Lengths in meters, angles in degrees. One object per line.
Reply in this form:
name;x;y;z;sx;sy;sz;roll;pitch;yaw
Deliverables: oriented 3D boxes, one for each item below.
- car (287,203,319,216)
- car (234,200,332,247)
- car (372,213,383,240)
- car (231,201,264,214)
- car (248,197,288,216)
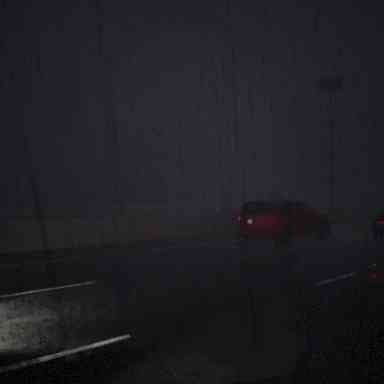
car;12.931;1.989;38.708;1.994;1.385;4.181;0;-1;43
car;4.625;1.400;16.337;5.566;2.045;2.150;0;0;-39
car;11.004;1.706;17.197;4.902;1.511;2.128;1;-1;-41
car;7.191;1.961;42.816;1.812;1.442;4.674;0;-1;44
car;9.160;1.637;39.807;2.150;2.045;5.566;0;-1;44
